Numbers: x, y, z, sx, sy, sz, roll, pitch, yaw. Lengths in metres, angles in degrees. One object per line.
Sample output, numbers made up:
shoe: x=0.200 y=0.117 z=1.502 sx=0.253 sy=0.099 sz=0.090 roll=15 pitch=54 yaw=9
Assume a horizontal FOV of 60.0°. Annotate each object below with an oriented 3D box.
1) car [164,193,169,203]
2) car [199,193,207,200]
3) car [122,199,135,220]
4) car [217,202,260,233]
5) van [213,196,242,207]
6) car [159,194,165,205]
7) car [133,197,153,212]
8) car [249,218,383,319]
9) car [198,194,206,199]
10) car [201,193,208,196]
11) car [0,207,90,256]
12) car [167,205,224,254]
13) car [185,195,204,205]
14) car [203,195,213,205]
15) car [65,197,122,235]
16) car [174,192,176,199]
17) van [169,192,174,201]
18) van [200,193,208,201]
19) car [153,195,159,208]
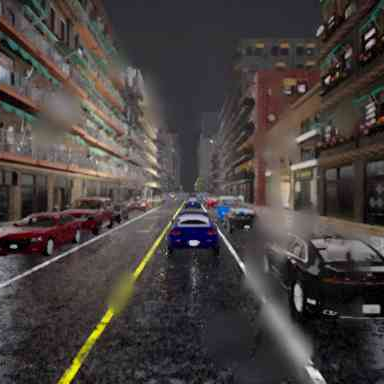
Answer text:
car: x=-5.659 y=1.225 z=58.168 sx=1.967 sy=1.590 sz=4.097 roll=0 pitch=0 yaw=0
car: x=2.732 y=1.158 z=86.485 sx=1.967 sy=1.590 sz=4.097 roll=0 pitch=0 yaw=0
car: x=-5.674 y=1.462 z=24.178 sx=1.947 sy=1.339 sz=4.313 roll=0 pitch=0 yaw=0
car: x=2.703 y=1.469 z=18.511 sx=2.008 sy=1.369 sz=4.403 roll=0 pitch=0 yaw=0
van: x=2.707 y=1.237 z=24.173 sx=1.690 sy=1.788 sz=3.998 roll=0 pitch=0 yaw=0
car: x=-5.662 y=1.328 z=52.332 sx=1.752 sy=1.417 sz=4.829 roll=0 pitch=0 yaw=0
car: x=-5.669 y=1.295 z=35.507 sx=1.967 sy=1.590 sz=4.097 roll=0 pitch=0 yaw=0
car: x=2.699 y=1.517 z=7.181 sx=2.008 sy=1.369 sz=4.403 roll=0 pitch=0 yaw=0
car: x=2.734 y=1.273 z=92.151 sx=1.947 sy=1.339 sz=4.313 roll=0 pitch=0 yaw=0
car: x=2.718 y=1.242 z=52.497 sx=1.967 sy=1.590 sz=4.097 roll=0 pitch=0 yaw=0
car: x=-5.679 y=1.487 z=12.850 sx=1.887 sy=1.381 sz=4.507 roll=0 pitch=0 yaw=0
car: x=0.043 y=1.467 z=13.070 sx=1.812 sy=1.442 sz=4.674 roll=0 pitch=0 yaw=0
car: x=0.121 y=1.394 z=43.173 sx=1.994 sy=1.385 sz=4.181 roll=0 pitch=0 yaw=0
car: x=2.713 y=1.381 z=41.168 sx=1.887 sy=1.381 sz=4.507 roll=0 pitch=0 yaw=0
car: x=-5.675 y=1.233 z=18.515 sx=2.192 sy=1.841 sz=5.009 roll=0 pitch=0 yaw=0
car: x=-5.648 y=1.243 z=86.320 sx=1.752 sy=1.417 sz=4.829 roll=0 pitch=0 yaw=0
van: x=-5.652 y=1.081 z=75.161 sx=1.690 sy=1.788 sz=3.998 roll=0 pitch=0 yaw=0
van: x=2.728 y=1.081 z=75.157 sx=1.690 sy=1.788 sz=3.998 roll=0 pitch=0 yaw=0
car: x=-5.667 y=1.387 z=41.173 sx=2.008 sy=1.369 sz=4.403 roll=0 pitch=0 yaw=0
